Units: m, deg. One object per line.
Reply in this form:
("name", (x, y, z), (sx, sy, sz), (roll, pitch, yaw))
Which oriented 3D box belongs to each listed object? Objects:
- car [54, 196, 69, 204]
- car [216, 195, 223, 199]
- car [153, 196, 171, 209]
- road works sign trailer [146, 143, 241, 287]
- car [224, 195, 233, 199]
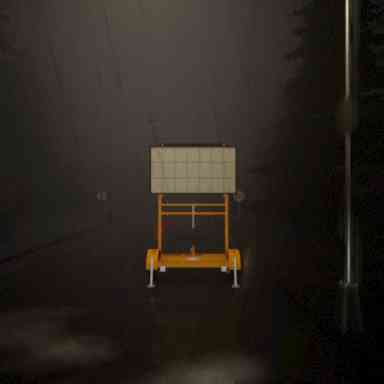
("car", (-23.774, 1.411, 60.510), (1.845, 1.501, 3.633), (0, 0, 0))
("car", (8.552, 1.427, 93.391), (3.633, 1.501, 1.845), (0, 0, 11))
("car", (-3.998, 1.351, 44.363), (2.097, 1.767, 4.553), (0, 0, 0))
("road works sign trailer", (0.037, 0.464, 9.263), (2.380, 3.560, 2.880), (0, 0, 0))
("car", (11.322, 1.513, 92.995), (1.853, 1.218, 4.536), (0, 0, 30))
